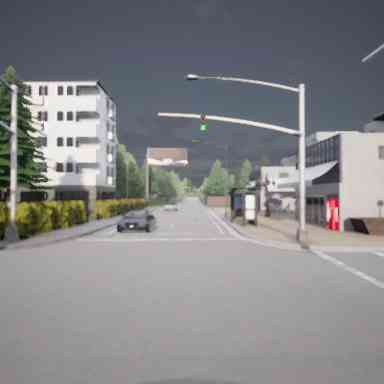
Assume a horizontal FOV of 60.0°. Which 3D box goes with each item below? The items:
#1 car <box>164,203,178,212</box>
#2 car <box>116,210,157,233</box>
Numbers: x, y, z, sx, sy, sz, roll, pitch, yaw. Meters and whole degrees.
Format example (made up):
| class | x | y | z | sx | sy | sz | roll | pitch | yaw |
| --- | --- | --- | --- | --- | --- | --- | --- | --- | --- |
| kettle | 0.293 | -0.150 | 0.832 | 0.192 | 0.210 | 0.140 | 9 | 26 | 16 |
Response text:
| class | x | y | z | sx | sy | sz | roll | pitch | yaw |
| --- | --- | --- | --- | --- | --- | --- | --- | --- | --- |
| car | -3.206 | 2.270 | 50.516 | 1.895 | 1.301 | 4.718 | 0 | -1 | 0 |
| car | -3.484 | 1.854 | 21.533 | 1.994 | 1.385 | 4.181 | 0 | -1 | 2 |
